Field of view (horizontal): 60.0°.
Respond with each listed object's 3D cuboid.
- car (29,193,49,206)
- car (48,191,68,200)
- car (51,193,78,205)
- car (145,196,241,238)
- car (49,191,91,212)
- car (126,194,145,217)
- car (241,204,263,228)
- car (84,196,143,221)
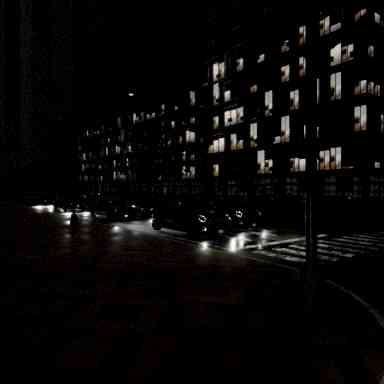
[{"bbox_3d":[-17.600,0.817,38.745,1.994,1.385,4.181,0,1,-37],"label":"car"},{"bbox_3d":[-22.592,0.540,55.880,1.895,1.301,4.718,0,1,-38],"label":"car"},{"bbox_3d":[-16.331,0.812,42.405,1.895,1.301,4.718,0,1,-38],"label":"car"},{"bbox_3d":[-0.095,1.124,16.481,2.097,1.767,4.553,0,1,-38],"label":"car"},{"bbox_3d":[-11.399,0.943,30.807,1.837,1.490,4.892,0,1,-38],"label":"car"},{"bbox_3d":[-3.986,1.126,26.646,2.033,1.411,5.357,0,1,-38],"label":"car"},{"bbox_3d":[1.891,1.104,19.212,2.097,1.767,4.553,0,1,-38],"label":"car"},{"bbox_3d":[-5.673,1.208,23.539,1.895,1.301,4.718,0,1,-38],"label":"car"}]
